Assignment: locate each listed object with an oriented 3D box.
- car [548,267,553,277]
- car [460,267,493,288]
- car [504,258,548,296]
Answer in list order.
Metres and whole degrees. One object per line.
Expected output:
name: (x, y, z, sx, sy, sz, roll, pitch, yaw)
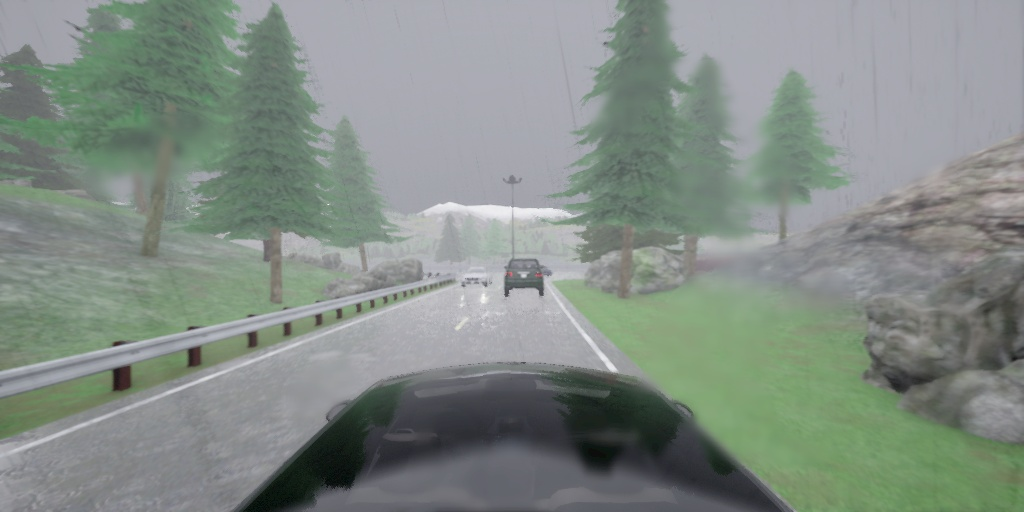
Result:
car: (2.886, 1.602, 38.789, 1.812, 1.442, 4.674, -2, -1, 24)
car: (-2.602, 1.538, 27.135, 1.812, 1.442, 4.674, -1, -1, 3)
car: (0.721, 1.143, 20.939, 2.150, 2.045, 5.566, -1, -1, 3)
